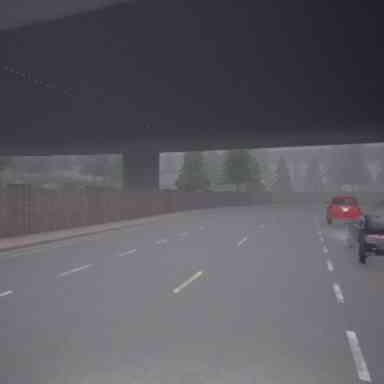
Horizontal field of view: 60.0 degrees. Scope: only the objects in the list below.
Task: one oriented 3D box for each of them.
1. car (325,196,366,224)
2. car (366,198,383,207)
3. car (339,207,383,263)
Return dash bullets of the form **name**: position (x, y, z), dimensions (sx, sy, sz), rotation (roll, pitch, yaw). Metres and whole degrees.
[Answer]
- **car**: position (11.232, 1.296, 24.840), dimensions (2.150, 2.045, 5.566), rotation (0, 0, 20)
- **car**: position (31.421, 1.658, 53.364), dimensions (4.902, 1.511, 2.128), rotation (0, 0, 7)
- **car**: position (6.659, 1.529, 11.745), dimensions (2.128, 1.511, 4.902), rotation (0, 0, 20)
